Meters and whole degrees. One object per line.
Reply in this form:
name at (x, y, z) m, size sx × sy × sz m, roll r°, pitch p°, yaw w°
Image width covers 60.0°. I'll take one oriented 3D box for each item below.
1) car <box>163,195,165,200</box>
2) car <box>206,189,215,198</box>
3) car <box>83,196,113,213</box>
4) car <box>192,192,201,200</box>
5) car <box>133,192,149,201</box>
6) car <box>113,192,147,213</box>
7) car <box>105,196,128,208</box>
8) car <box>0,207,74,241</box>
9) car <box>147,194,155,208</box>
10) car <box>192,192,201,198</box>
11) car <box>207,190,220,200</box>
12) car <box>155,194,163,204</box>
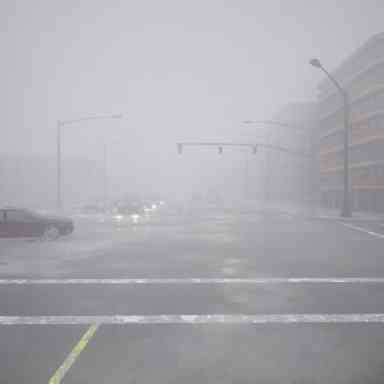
car at (-6.180, 1.012, 62.779) m, size 1.895 × 1.301 × 4.718 m, roll 0°, pitch 1°, yaw 1°
car at (4.421, 0.425, 75.886) m, size 2.150 × 2.045 × 5.566 m, roll 0°, pitch 1°, yaw 0°
car at (-9.818, 1.225, 34.831) m, size 2.097 × 1.767 × 4.553 m, roll 0°, pitch 1°, yaw 0°
car at (0.885, 0.959, 65.759) m, size 1.895 × 1.301 × 4.718 m, roll 0°, pitch 1°, yaw 0°
car at (-9.674, 0.896, 63.169) m, size 2.128 × 1.511 × 4.902 m, roll 0°, pitch 1°, yaw 1°
car at (-6.320, 1.226, 34.486) m, size 2.097 × 1.767 × 4.553 m, roll 0°, pitch 1°, yaw 0°
car at (-9.789, 1.314, 43.473) m, size 1.994 × 1.385 × 4.181 m, roll 0°, pitch 1°, yaw 0°
car at (-8.190, 1.446, 15.549) m, size 5.008 × 1.535 × 1.882 m, roll 0°, pitch 1°, yaw -16°
car at (-6.289, 1.277, 43.369) m, size 1.812 × 1.442 × 4.674 m, roll 0°, pitch 1°, yaw 0°
car at (0.919, 0.649, 75.735) m, size 2.033 × 1.411 × 5.357 m, roll 0°, pitch 1°, yaw 0°
car at (4.487, 0.919, 65.903) m, size 1.994 × 1.385 × 4.181 m, roll 0°, pitch 1°, yaw 0°
car at (-6.253, 1.080, 52.650) m, size 2.128 × 1.511 × 4.902 m, roll 0°, pitch 1°, yaw 0°
